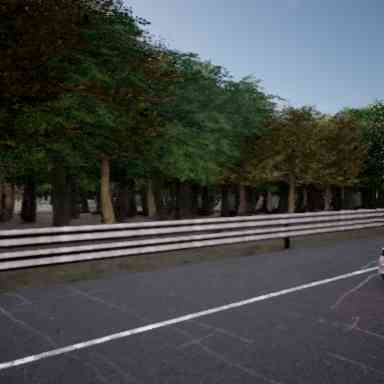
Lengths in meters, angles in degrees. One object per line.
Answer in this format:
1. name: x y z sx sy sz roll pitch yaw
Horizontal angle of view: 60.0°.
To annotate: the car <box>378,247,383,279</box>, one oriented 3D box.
1. car: 6.453 1.531 8.293 4.674 1.442 1.812 0 0 -35
